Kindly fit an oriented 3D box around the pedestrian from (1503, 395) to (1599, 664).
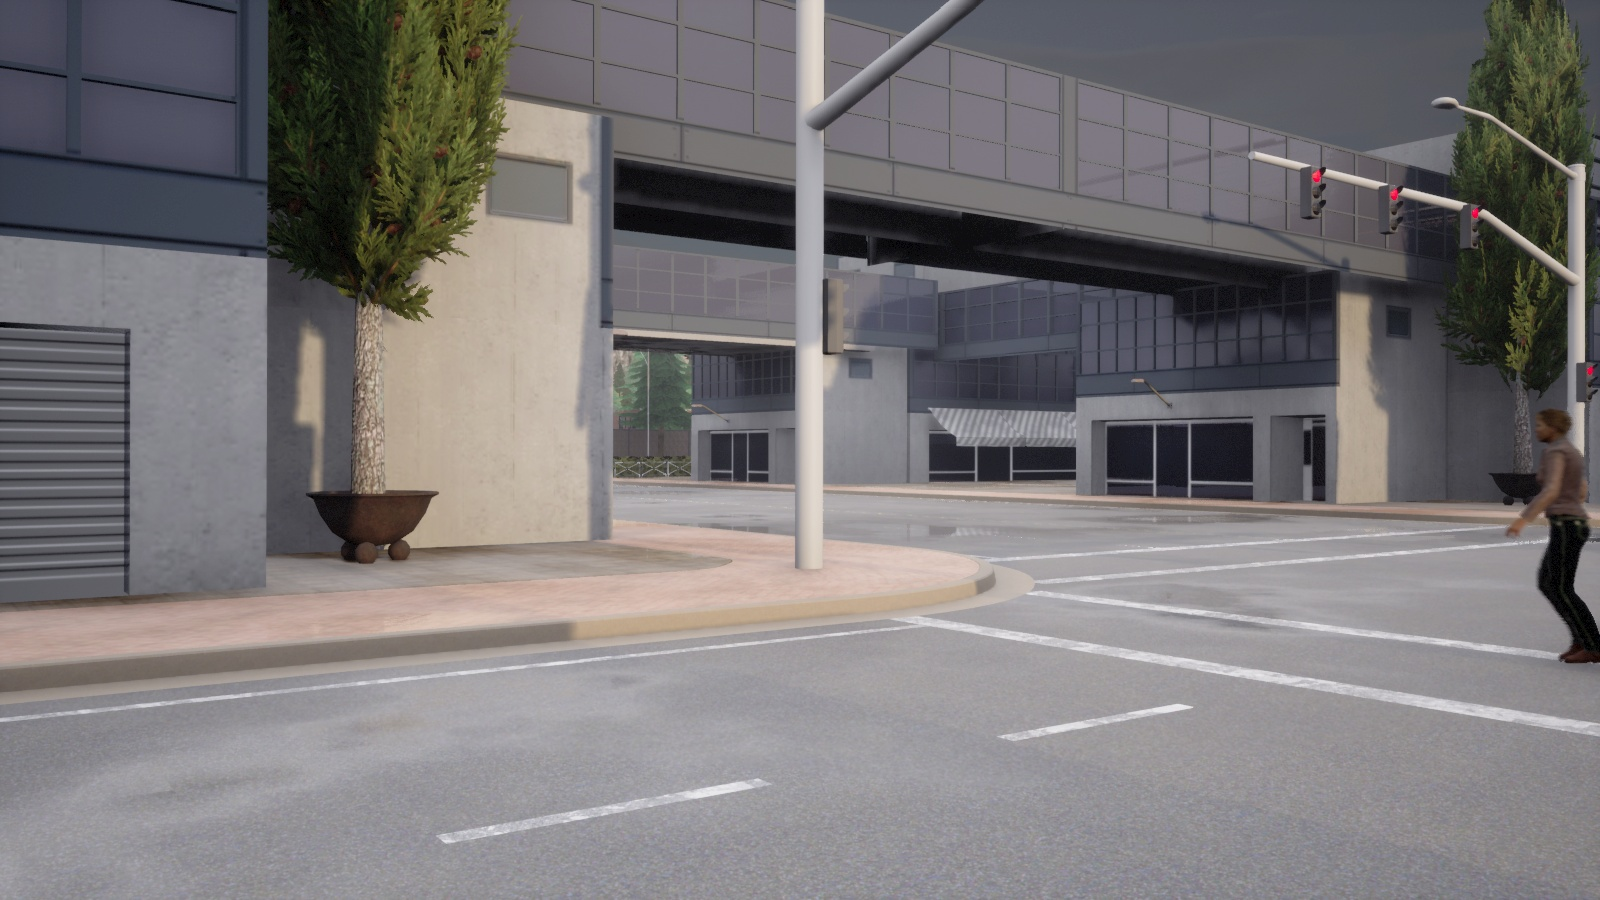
[{"bbox_3d":[5.388,0.544,8.920,0.634,1.846,0.331,0,0,41],"label":"pedestrian"}]
